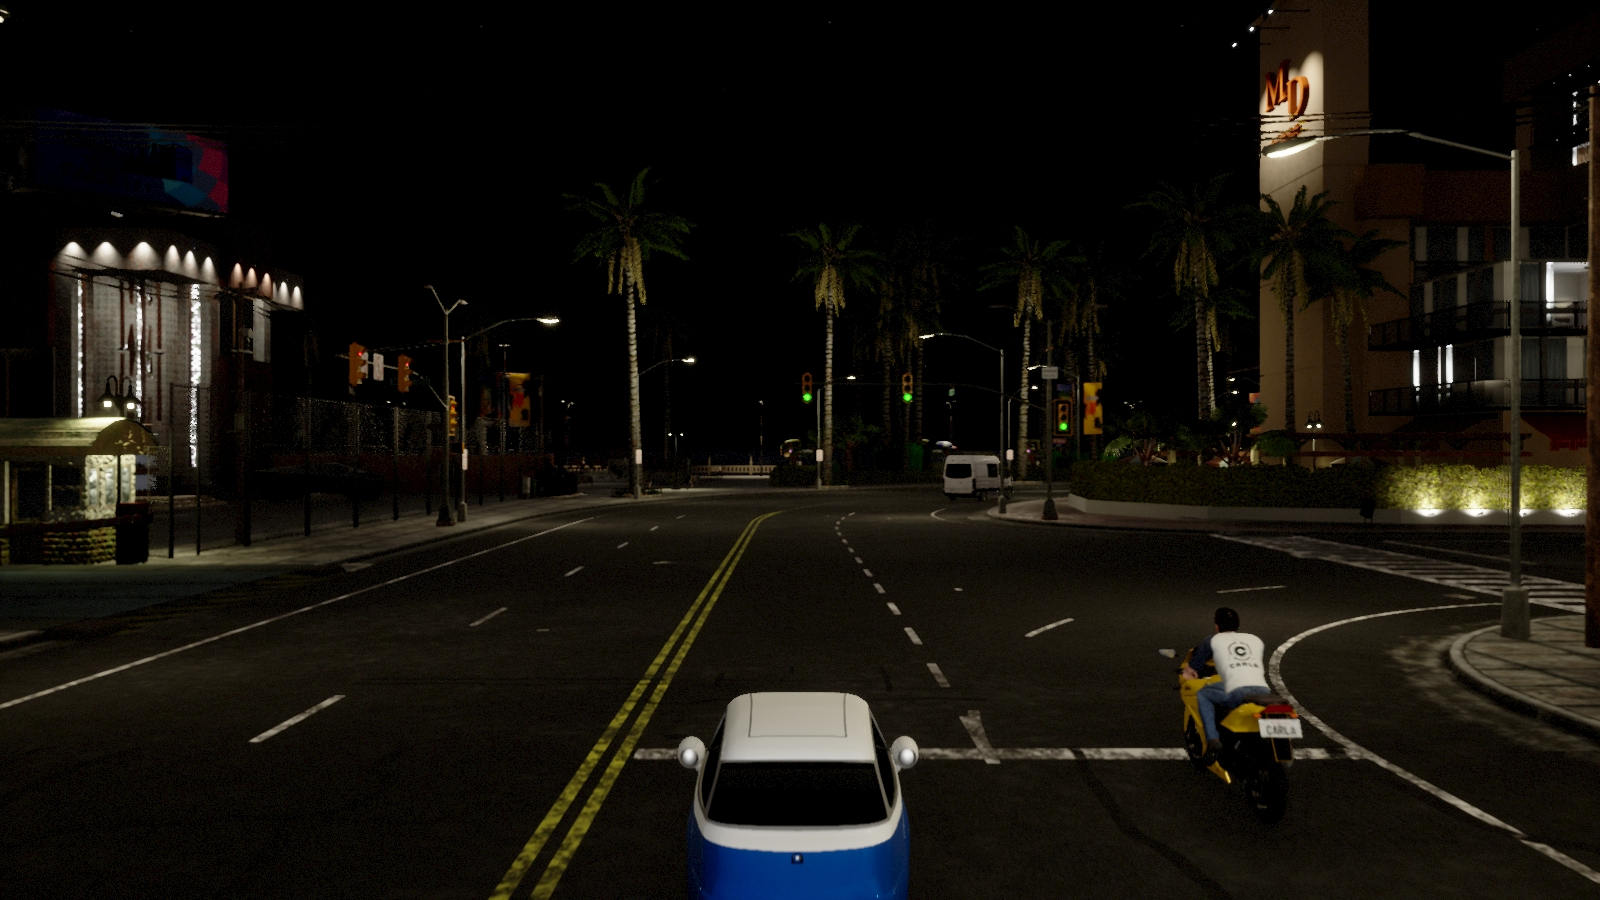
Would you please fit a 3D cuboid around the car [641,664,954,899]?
[{"bbox_3d":[-0.012,2.125,6.502,1.481,1.376,2.207,0,1,0],"label":"car"}]

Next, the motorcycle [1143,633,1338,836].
[{"bbox_3d":[3.486,2.221,9.274,0.803,1.145,2.033,0,0,0],"label":"motorcycle"}]
